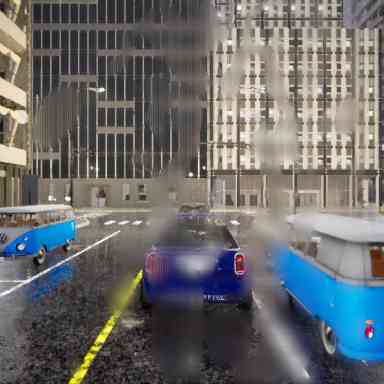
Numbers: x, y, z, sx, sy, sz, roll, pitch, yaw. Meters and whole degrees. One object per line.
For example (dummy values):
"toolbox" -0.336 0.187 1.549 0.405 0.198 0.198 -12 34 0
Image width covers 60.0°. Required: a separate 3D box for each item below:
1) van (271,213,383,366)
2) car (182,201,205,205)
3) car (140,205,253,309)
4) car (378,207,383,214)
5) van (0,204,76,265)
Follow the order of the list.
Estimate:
"van" 2.558 1.343 5.658 1.690 1.788 3.998 0 0 0
"car" 0.085 1.359 18.057 2.097 1.767 4.553 0 0 0
"car" 0.083 1.354 8.031 2.097 1.767 4.553 0 0 0
"car" 18.980 1.490 29.080 4.829 1.417 1.752 0 0 0
"van" -5.335 1.345 11.325 1.690 1.788 3.998 0 0 0
